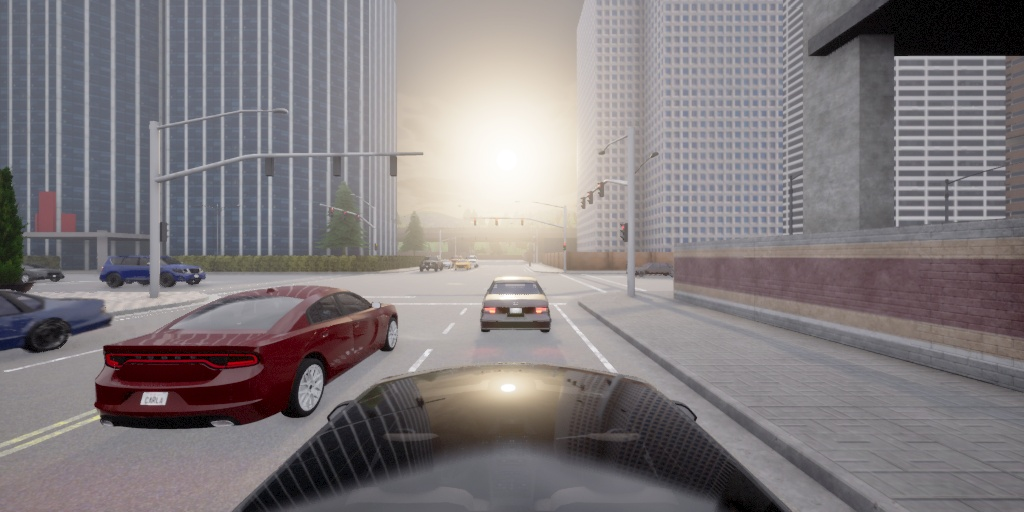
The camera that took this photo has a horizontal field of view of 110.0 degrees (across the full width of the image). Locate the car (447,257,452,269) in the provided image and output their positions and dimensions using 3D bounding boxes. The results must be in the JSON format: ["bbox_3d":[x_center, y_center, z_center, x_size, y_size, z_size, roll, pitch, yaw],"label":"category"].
[{"bbox_3d":[-10.551,1.275,56.892,1.812,1.442,4.674,0,0,0],"label":"car"}]

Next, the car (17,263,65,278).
[{"bbox_3d":[-37.006,1.254,27.075,4.892,1.490,1.837,0,0,0],"label":"car"}]

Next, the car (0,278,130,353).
[{"bbox_3d":[-10.510,1.297,6.132,2.033,1.411,5.357,0,0,1],"label":"car"}]

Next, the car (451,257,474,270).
[{"bbox_3d":[-7.063,1.227,51.959,1.882,1.535,5.008,0,0,0],"label":"car"}]

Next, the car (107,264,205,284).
[{"bbox_3d":[-26.784,1.297,27.131,5.357,1.411,2.033,0,0,0],"label":"car"}]

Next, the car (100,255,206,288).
[{"bbox_3d":[-23.595,0.972,23.652,5.566,2.045,2.150,0,0,0],"label":"car"}]

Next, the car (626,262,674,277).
[{"bbox_3d":[13.912,1.297,34.737,5.357,1.411,2.033,0,0,0],"label":"car"}]

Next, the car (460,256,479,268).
[{"bbox_3d":[-7.031,0.971,61.800,2.150,2.045,5.566,0,0,0],"label":"car"}]

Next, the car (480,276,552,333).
[{"bbox_3d":[0.090,1.297,10.757,2.033,1.411,5.357,0,0,0],"label":"car"}]

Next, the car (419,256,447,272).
[{"bbox_3d":[-10.569,0.972,47.353,2.150,2.045,5.566,0,0,0],"label":"car"}]

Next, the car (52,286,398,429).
[{"bbox_3d":[-3.440,1.228,5.945,1.882,1.535,5.008,0,0,0],"label":"car"}]
